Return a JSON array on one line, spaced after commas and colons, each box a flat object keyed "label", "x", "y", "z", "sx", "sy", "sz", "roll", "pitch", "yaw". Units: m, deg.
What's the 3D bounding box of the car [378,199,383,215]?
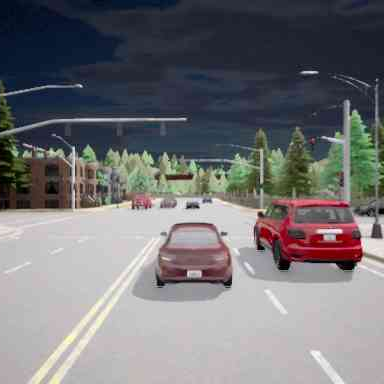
[{"label": "car", "x": 18.272, "y": 1.490, "z": 32.261, "sx": 4.553, "sy": 1.767, "sz": 2.097, "roll": 0, "pitch": 0, "yaw": 0}]

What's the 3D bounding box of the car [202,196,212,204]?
[{"label": "car", "x": 3.380, "y": 1.671, "z": 74.157, "sx": 2.097, "sy": 1.767, "sz": 4.553, "roll": 0, "pitch": 0, "yaw": 0}]

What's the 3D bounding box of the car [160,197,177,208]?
[{"label": "car", "x": -3.685, "y": 1.570, "z": 50.995, "sx": 2.097, "sy": 1.767, "sz": 4.553, "roll": 0, "pitch": 0, "yaw": 0}]

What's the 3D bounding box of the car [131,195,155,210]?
[{"label": "car", "x": -7.153, "y": 1.425, "z": 47.721, "sx": 2.150, "sy": 2.045, "sz": 5.566, "roll": 0, "pitch": 0, "yaw": 2}]

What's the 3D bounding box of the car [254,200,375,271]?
[{"label": "car", "x": 3.568, "y": 1.271, "z": 11.240, "sx": 2.150, "sy": 2.045, "sz": 5.566, "roll": 0, "pitch": 0, "yaw": 1}]

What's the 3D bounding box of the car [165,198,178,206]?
[{"label": "car", "x": -3.680, "y": 1.818, "z": 59.602, "sx": 1.994, "sy": 1.385, "sz": 4.181, "roll": 0, "pitch": 0, "yaw": 0}]

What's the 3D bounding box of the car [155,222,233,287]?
[{"label": "car", "x": 0.053, "y": 1.566, "z": 9.327, "sx": 1.812, "sy": 1.442, "sz": 4.674, "roll": 0, "pitch": 0, "yaw": 0}]

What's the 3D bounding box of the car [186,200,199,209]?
[{"label": "car", "x": 0.069, "y": 1.813, "z": 49.851, "sx": 1.895, "sy": 1.301, "sz": 4.718, "roll": 0, "pitch": 0, "yaw": -1}]
